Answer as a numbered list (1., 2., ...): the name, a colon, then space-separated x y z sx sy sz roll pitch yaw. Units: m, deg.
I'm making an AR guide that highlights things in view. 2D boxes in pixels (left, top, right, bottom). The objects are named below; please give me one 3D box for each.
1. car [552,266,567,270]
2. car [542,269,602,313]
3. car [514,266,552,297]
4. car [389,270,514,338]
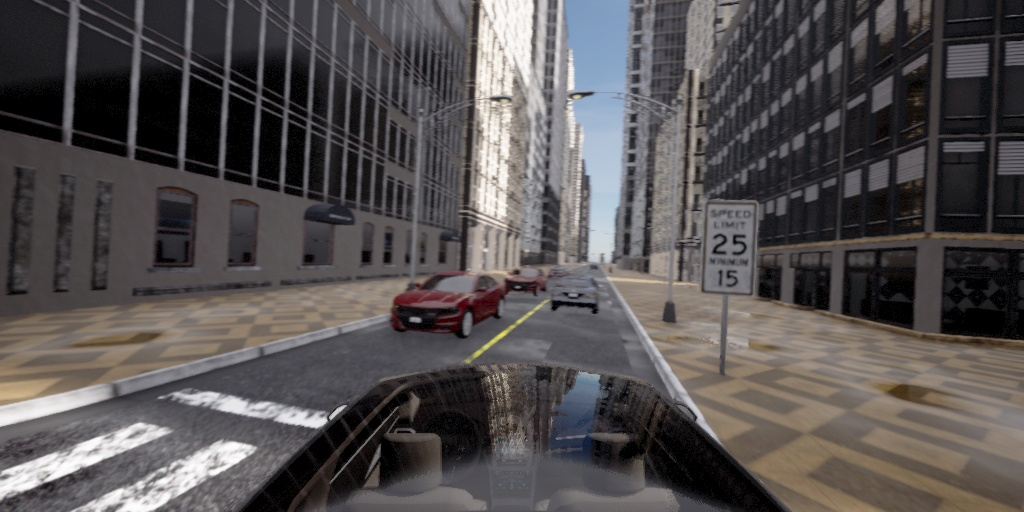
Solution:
1. car: 4.931 1.711 37.481 1.994 1.385 4.181 3 0 14
2. car: 2.788 1.493 15.333 2.033 1.411 5.357 3 0 13
3. car: 0.872 1.346 20.573 1.882 1.535 5.008 3 0 13
4. car: -1.558 1.180 10.360 1.882 1.535 5.008 3 0 13
